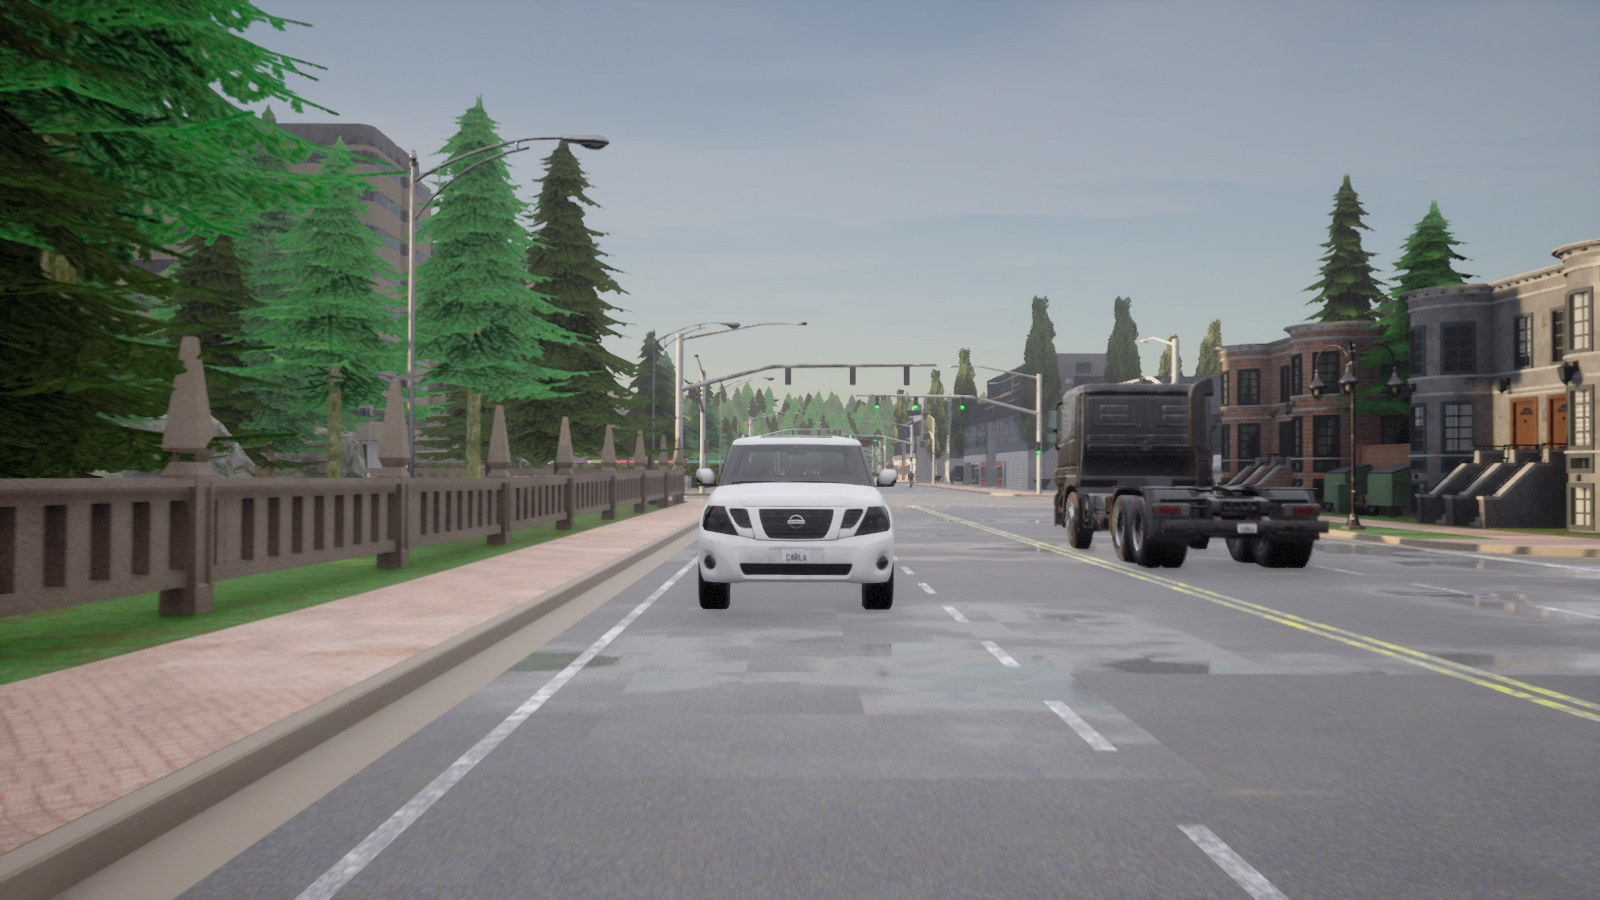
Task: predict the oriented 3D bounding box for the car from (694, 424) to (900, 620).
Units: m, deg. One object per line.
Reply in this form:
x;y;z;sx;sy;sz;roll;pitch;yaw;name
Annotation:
-0.040;0.801;15.960;2.150;2.045;5.566;0;-1;0;car

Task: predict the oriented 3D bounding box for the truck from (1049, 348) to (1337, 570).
6.939;0.201;23.635;2.891;3.462;7.936;0;-1;0;truck
